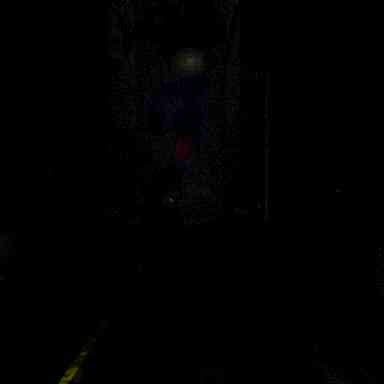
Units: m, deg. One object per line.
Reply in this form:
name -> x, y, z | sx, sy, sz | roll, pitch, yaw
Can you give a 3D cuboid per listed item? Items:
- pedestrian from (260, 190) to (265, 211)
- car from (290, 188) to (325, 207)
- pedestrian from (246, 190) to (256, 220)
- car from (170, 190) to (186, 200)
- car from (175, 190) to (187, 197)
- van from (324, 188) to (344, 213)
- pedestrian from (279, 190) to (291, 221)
pedestrian -> 3.999, 0.792, 18.590 | 0.375, 1.860, 0.375 | 0, 1, 1
car -> 12.456, 0.495, 33.330 | 5.009, 1.841, 2.192 | -1, 2, 1
pedestrian -> 3.547, 0.772, 19.795 | 0.375, 1.860, 0.375 | 0, 1, 1
car -> -2.473, 0.587, 53.489 | 1.994, 1.385, 4.181 | 0, 1, 1
car -> -2.232, 0.305, 68.747 | 2.033, 1.411, 5.357 | 0, 1, 1
van -> 12.383, 0.737, 24.809 | 3.998, 1.788, 1.690 | -1, 2, 1
pedestrian -> 5.357, 0.763, 19.174 | 0.375, 1.860, 0.375 | 0, 1, 1
